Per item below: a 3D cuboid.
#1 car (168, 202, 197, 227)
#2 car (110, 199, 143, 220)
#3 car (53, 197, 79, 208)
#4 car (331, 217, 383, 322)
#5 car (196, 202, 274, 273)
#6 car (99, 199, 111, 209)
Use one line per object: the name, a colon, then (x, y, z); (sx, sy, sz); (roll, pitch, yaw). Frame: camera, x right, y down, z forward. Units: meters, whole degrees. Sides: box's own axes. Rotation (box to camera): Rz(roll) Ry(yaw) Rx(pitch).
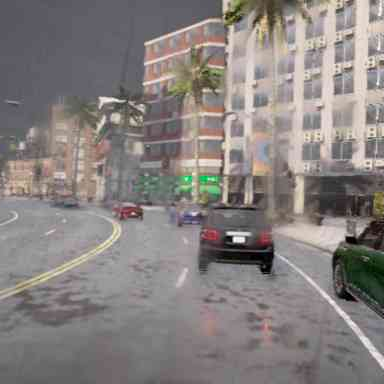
car: (-0.419, 1.563, 24.607); (2.097, 1.767, 4.553); (2, -1, -15)
car: (-5.575, 1.553, 28.795); (1.882, 1.535, 5.008); (2, -1, -22)
car: (-17.158, 1.397, 45.176); (4.181, 1.385, 1.994); (1, -1, 43)
car: (4.132, 1.412, 5.726); (2.150, 2.045, 5.566); (2, -1, 9)
car: (1.340, 1.374, 11.500); (2.150, 2.045, 5.566); (2, 0, 2)
car: (-10.056, 1.601, 42.936); (2.033, 1.411, 5.357); (2, -1, -39)
